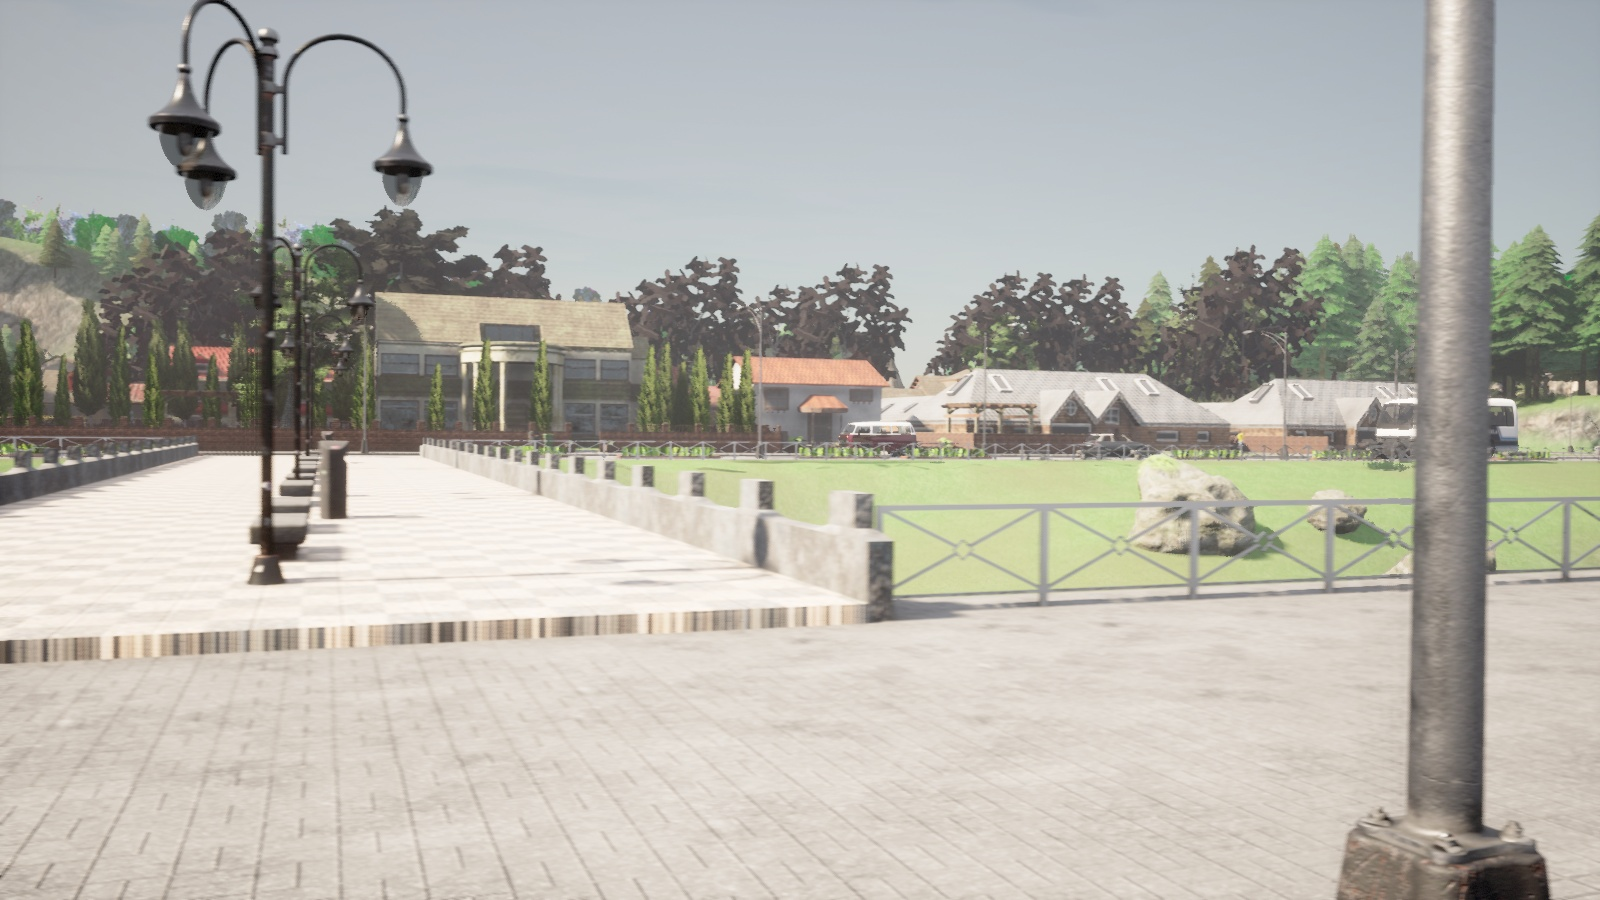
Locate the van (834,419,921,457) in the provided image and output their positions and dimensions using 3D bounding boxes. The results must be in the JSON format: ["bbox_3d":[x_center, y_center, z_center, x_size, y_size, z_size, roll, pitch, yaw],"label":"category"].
[{"bbox_3d":[4.408,-0.688,71.410,4.480,2.038,2.069,-1,1,-21],"label":"van"}]

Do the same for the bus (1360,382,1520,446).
[{"bbox_3d":[44.055,-2.462,86.438,10.273,4.253,3.944,-1,1,-21],"label":"bus"}]

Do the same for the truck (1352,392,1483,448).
[{"bbox_3d":[39.605,-1.922,80.476,7.936,3.462,2.891,-1,1,-21],"label":"truck"}]

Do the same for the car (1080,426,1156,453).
[{"bbox_3d":[18.330,-0.613,72.416,3.806,1.475,1.970,-1,1,-21],"label":"car"}]
